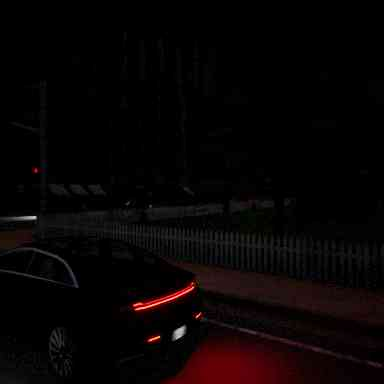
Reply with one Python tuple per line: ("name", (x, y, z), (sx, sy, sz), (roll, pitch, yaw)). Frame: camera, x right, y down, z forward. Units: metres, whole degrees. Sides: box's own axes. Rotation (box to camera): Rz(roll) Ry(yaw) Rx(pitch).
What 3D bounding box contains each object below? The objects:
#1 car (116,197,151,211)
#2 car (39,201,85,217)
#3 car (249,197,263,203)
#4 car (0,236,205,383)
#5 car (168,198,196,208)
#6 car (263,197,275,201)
("car", (-6.960, 1.352, 39.885), (2.097, 1.767, 4.553), (0, 0, 34))
("car", (-12.377, 1.564, 31.861), (1.994, 1.385, 4.181), (0, 0, 34))
("car", (12.330, 1.601, 61.873), (1.895, 1.301, 4.718), (0, 0, 34))
("car", (-2.118, 1.491, 5.451), (4.902, 1.511, 2.128), (0, 0, 36))
("car", (-1.402, 1.601, 48.105), (1.895, 1.301, 4.718), (0, 0, 34))
("car", (15.208, 1.547, 59.887), (2.033, 1.411, 5.357), (0, 0, 34))
